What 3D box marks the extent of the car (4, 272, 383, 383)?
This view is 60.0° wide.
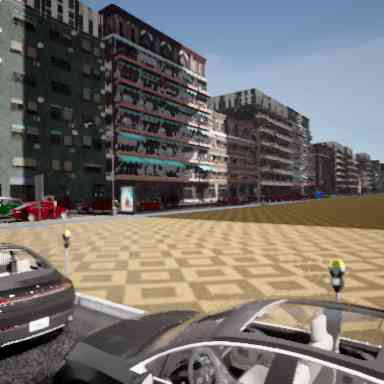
[{"bbox_3d":[0.694,1.553,2.552,4.403,1.369,2.008,0,-1,36],"label":"car"}]

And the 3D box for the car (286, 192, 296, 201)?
[{"bbox_3d":[18.108,1.086,64.589,1.802,1.307,4.206,-1,0,36],"label":"car"}]

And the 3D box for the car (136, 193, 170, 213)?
[{"bbox_3d":[-4.586,1.226,33.250,1.967,1.590,4.097,-1,0,36],"label":"car"}]

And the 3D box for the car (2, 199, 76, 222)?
[{"bbox_3d":[-11.068,1.453,24.296,1.802,1.307,4.206,-1,0,36],"label":"car"}]

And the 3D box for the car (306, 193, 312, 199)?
[{"bbox_3d":[24.591,0.978,73.543,2.008,1.369,4.403,-1,0,36],"label":"car"}]

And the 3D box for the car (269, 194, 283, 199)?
[{"bbox_3d":[21.048,1.095,82.936,1.947,1.339,4.313,-1,0,36],"label":"car"}]

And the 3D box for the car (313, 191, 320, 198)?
[{"bbox_3d":[27.834,0.972,78.021,1.802,1.307,4.206,-1,0,36],"label":"car"}]

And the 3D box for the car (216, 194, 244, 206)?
[{"bbox_3d":[5.139,1.102,46.681,1.967,1.590,4.097,-1,0,36],"label":"car"}]

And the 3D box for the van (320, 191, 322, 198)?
[{"bbox_3d":[31.073,0.694,82.498,1.690,1.788,3.998,-1,0,36],"label":"van"}]

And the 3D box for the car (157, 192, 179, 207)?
[{"bbox_3d":[-3.967,1.036,43.986,2.150,2.045,5.566,-1,0,36],"label":"car"}]

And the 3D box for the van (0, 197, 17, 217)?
[{"bbox_3d":[-17.857,1.351,29.212,1.690,1.788,3.998,-1,0,36],"label":"van"}]

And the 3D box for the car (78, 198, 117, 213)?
[{"bbox_3d":[-10.093,1.419,35.527,1.812,1.442,4.674,-1,0,36],"label":"car"}]

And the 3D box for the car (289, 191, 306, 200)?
[{"bbox_3d":[21.347,0.781,69.066,2.192,1.841,5.009,-1,0,36],"label":"car"}]

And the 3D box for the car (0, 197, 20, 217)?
[{"bbox_3d":[-16.006,1.322,27.365,2.097,1.767,4.553,-1,0,36],"label":"car"}]

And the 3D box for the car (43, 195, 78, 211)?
[{"bbox_3d":[-14.615,1.283,33.689,2.192,1.841,5.009,-1,0,36],"label":"car"}]

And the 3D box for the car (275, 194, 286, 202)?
[{"bbox_3d":[14.866,1.088,60.112,1.887,1.381,4.507,-1,0,36],"label":"car"}]

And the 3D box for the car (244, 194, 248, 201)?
[{"bbox_3d":[11.320,1.084,69.505,1.967,1.590,4.097,-1,0,36],"label":"car"}]

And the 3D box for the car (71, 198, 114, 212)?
[{"bbox_3d":[-11.371,1.470,38.167,1.887,1.381,4.507,-1,0,36],"label":"car"}]

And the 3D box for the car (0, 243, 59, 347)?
[{"bbox_3d":[-3.841,1.564,5.786,4.403,1.369,2.008,0,-1,36],"label":"car"}]

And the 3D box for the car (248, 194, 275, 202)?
[{"bbox_3d":[11.624,1.133,55.635,2.008,1.369,4.403,-1,0,36],"label":"car"}]
